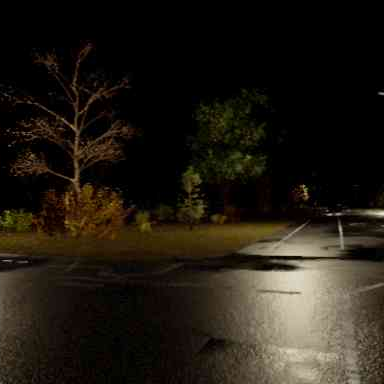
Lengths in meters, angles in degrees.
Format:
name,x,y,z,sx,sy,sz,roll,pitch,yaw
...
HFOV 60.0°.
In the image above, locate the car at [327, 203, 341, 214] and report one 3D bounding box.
name,x,y,z,sx,sy,sz,roll,pitch,yaw
car,28.673,3.234,67.179,2.150,2.045,5.566,-4,-3,29
